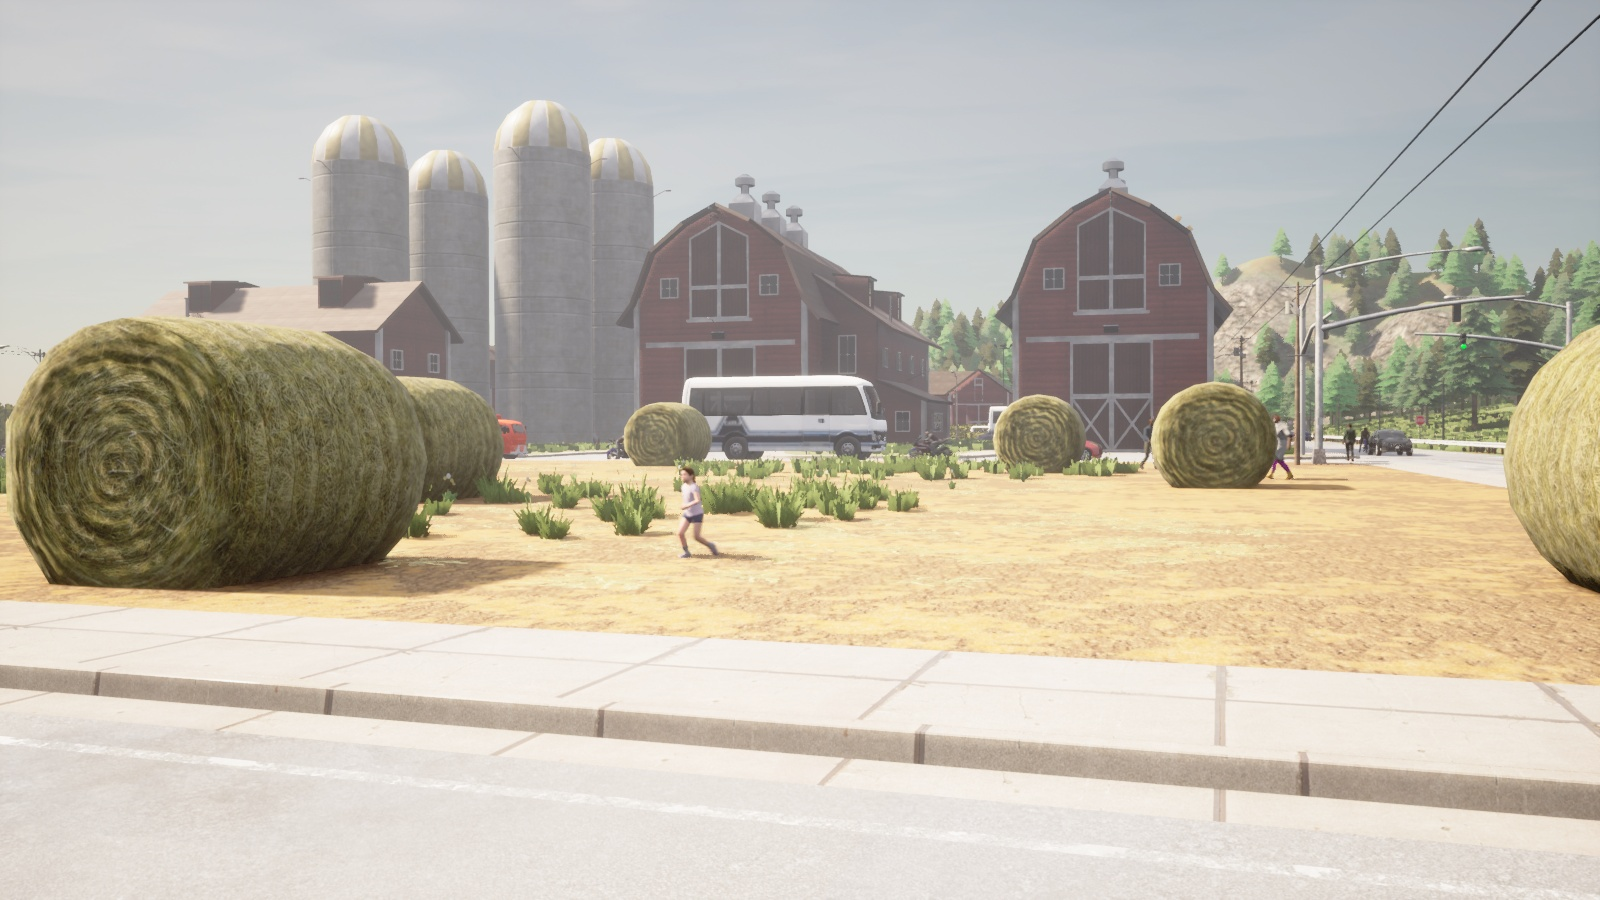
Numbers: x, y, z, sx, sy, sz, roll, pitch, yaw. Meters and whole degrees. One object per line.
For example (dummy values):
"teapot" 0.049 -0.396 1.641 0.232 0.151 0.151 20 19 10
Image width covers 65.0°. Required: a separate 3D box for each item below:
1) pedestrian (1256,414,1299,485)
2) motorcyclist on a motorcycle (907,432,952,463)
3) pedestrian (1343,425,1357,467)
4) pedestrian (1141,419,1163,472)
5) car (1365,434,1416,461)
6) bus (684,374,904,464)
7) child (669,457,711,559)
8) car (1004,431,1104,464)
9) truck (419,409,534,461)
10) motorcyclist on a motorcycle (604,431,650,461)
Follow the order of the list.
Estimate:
"pedestrian" 13.163 -0.015 34.633 0.873 1.952 0.659 0 1 -15
"motorcyclist on a motorcycle" 6.618 -0.134 64.264 2.191 1.530 0.866 0 1 15
"pedestrian" 25.617 -0.204 58.526 0.423 1.949 0.788 0 1 12
"pedestrian" 12.111 -0.162 43.242 0.370 1.835 0.726 0 1 -21
"car" 33.967 -0.165 72.361 1.837 1.490 4.892 0 1 16
"bus" -0.240 -1.542 62.431 10.273 4.253 3.944 0 1 15
"child" -1.225 0.637 14.017 0.255 1.110 0.394 1 1 41
"car" 11.986 -0.126 59.228 4.514 1.525 2.007 0 1 15
"truck" -17.207 -0.829 66.915 5.204 2.467 2.627 3 2 15
"motorcyclist on a motorcycle" -8.915 -0.212 64.734 2.191 1.530 0.866 1 1 15
